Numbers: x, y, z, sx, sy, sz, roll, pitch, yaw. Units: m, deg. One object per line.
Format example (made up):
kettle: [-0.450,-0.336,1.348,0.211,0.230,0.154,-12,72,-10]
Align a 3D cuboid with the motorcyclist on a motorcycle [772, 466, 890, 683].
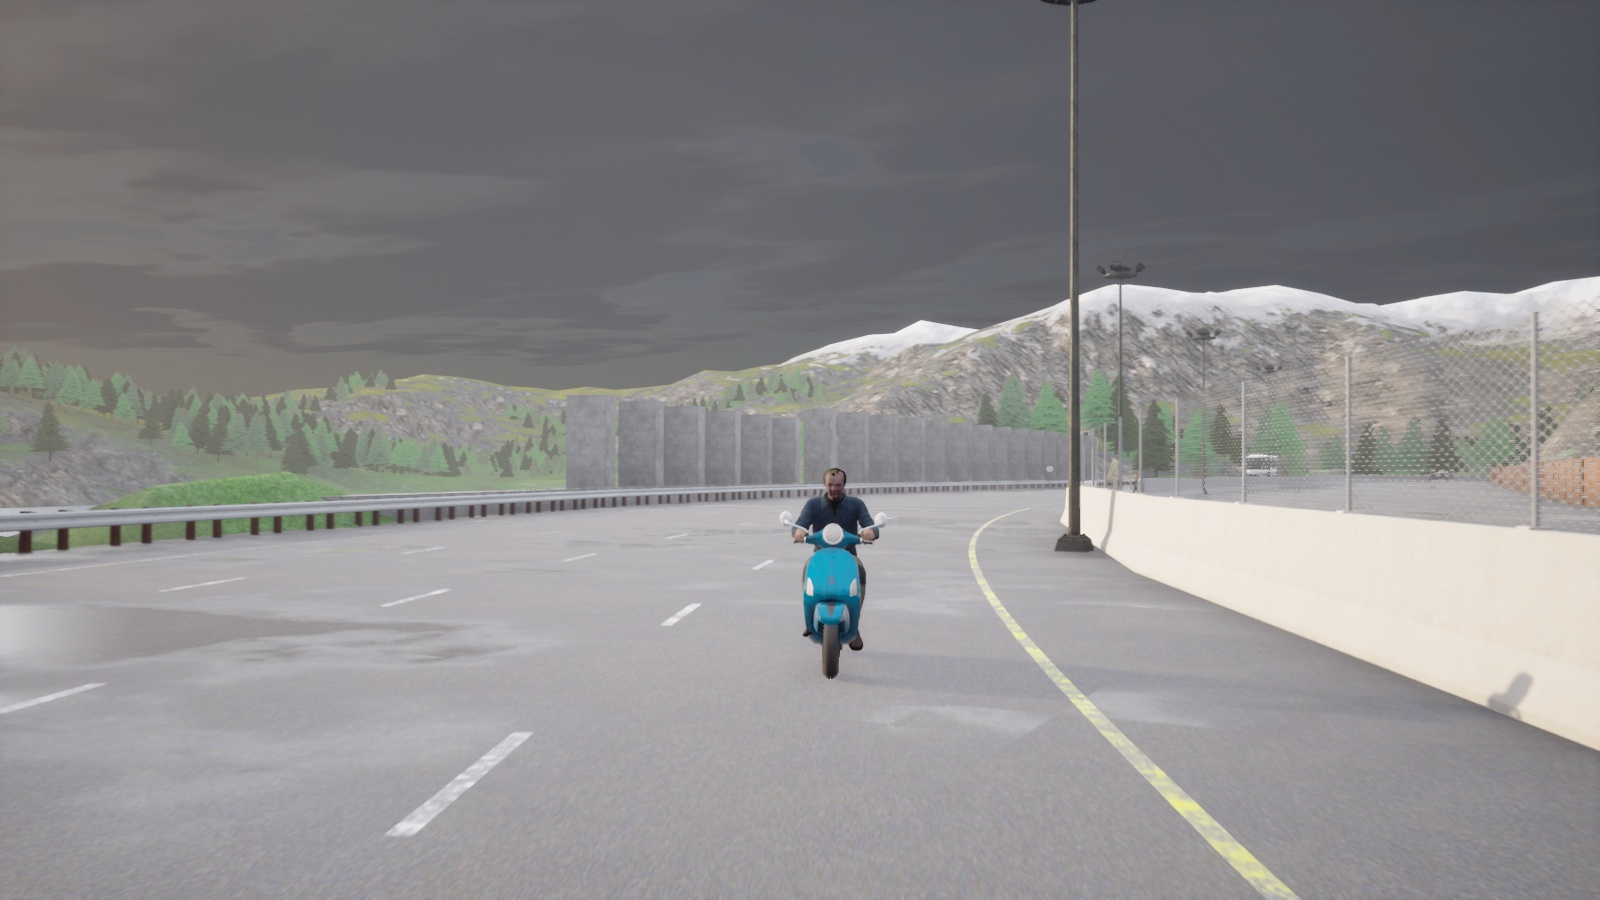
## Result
motorcyclist on a motorcycle: [0.279,0.936,10.154,0.866,1.590,1.817,0,-1,3]
